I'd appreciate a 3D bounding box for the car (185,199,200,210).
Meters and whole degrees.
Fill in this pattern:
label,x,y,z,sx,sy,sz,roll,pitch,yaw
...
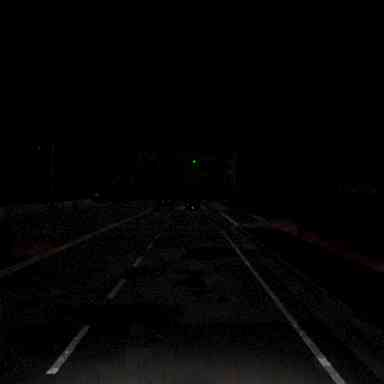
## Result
label,x,y,z,sx,sy,sz,roll,pitch,yaw
car,0.101,1.616,43.009,1.895,1.301,4.718,0,0,0

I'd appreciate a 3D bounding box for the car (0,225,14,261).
label,x,y,z,sx,sy,sz,roll,pitch,yaw
car,-7.024,1.529,9.653,1.812,1.442,4.674,0,0,1

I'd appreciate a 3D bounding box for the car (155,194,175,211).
label,x,y,z,sx,sy,sz,roll,pitch,yaw
car,-3.401,1.233,41.810,2.150,2.045,5.566,0,0,0
